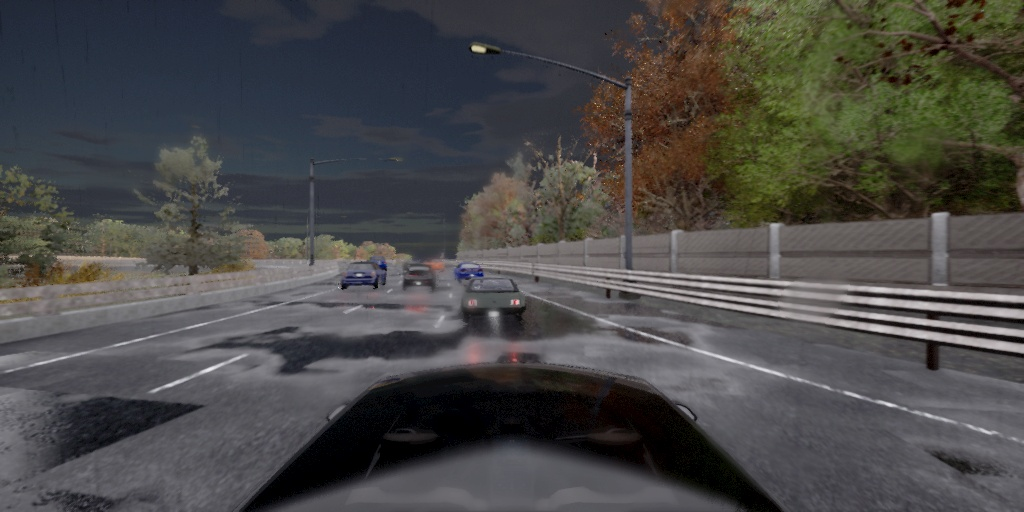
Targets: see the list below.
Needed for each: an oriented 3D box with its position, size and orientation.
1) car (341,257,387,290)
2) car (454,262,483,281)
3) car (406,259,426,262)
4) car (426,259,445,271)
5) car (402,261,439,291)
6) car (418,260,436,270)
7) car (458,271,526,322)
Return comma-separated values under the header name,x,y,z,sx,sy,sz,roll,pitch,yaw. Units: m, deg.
name,x,y,z,sx,sy,sz,roll,pitch,yaw
car,-9.438,1.141,23.195,2.097,1.767,4.553,0,0,-12
car,-3.497,1.248,28.411,1.882,1.535,5.008,0,0,-14
car,-12.186,1.296,43.573,2.128,1.511,4.902,0,0,-23
car,-10.577,1.153,48.549,2.097,1.767,4.553,0,0,-23
car,-5.707,1.281,22.522,1.837,1.490,4.892,0,0,-11
car,-12.859,1.315,54.008,1.837,1.490,4.892,0,0,-22
car,-0.722,1.357,12.372,1.895,1.301,4.718,0,0,-6
